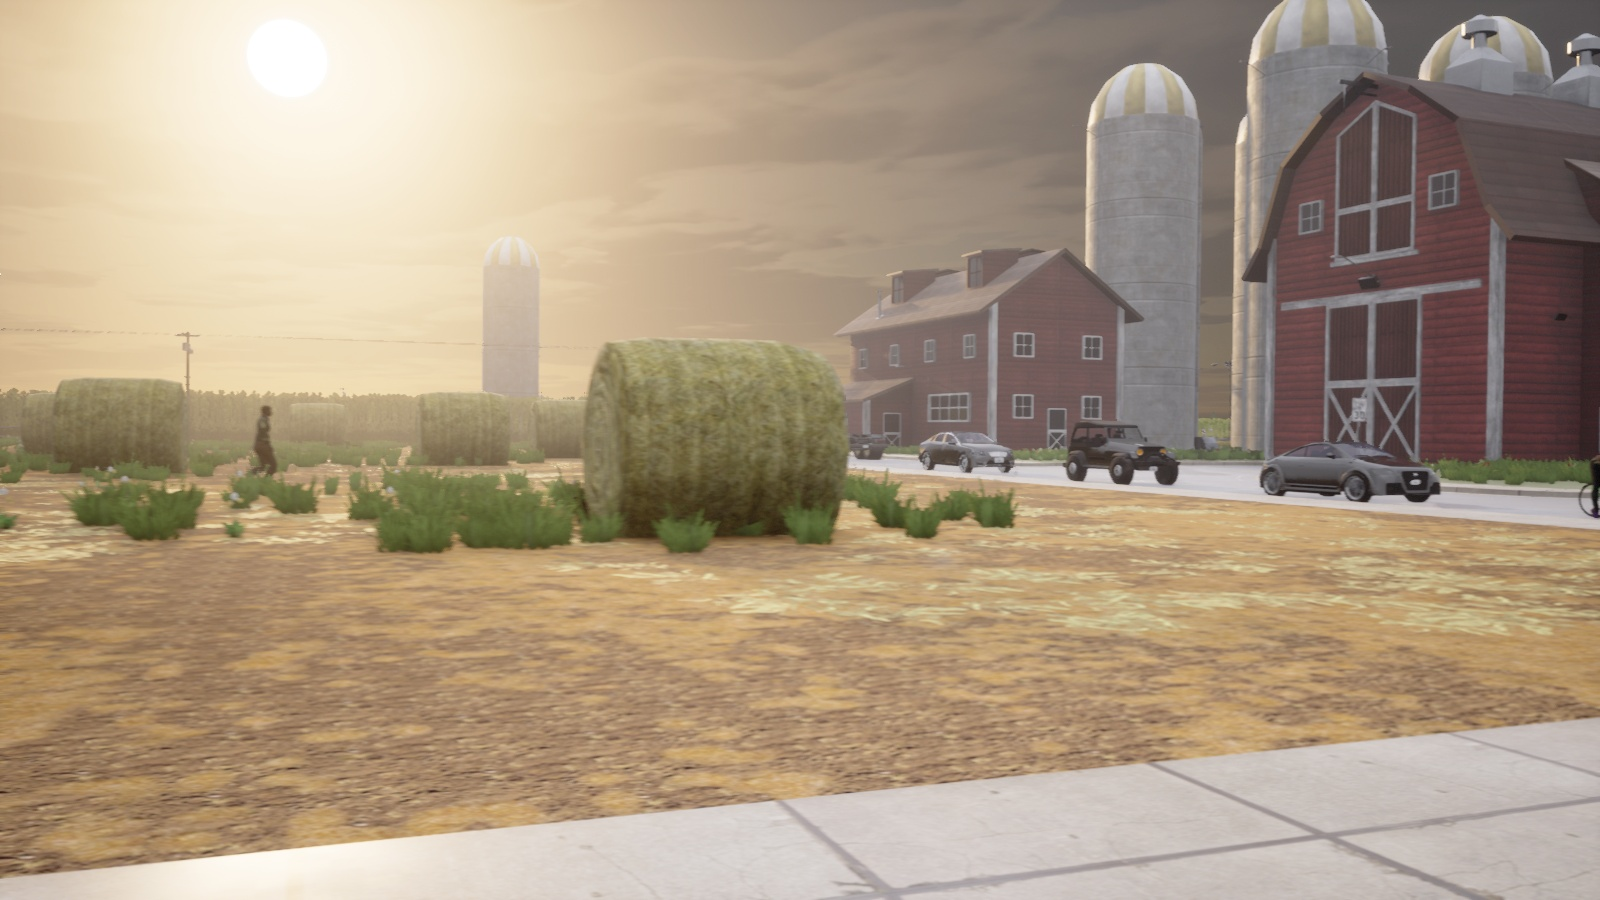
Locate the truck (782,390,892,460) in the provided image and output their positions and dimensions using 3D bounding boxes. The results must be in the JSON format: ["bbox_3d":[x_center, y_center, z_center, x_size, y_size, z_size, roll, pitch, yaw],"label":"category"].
[{"bbox_3d":[1.828,-1.315,66.682,2.891,3.462,7.936,-1,1,-22],"label":"truck"}]

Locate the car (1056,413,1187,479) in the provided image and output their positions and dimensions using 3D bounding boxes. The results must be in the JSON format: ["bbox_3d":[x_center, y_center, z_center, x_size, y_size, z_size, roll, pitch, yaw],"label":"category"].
[{"bbox_3d":[9.623,-0.153,37.857,1.905,1.878,3.866,-1,1,-21],"label":"car"}]

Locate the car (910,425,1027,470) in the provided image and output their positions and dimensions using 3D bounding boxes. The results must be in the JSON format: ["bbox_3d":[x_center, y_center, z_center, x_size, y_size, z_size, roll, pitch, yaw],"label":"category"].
[{"bbox_3d":[6.150,-0.113,46.518,2.128,1.511,4.902,-2,1,-22],"label":"car"}]

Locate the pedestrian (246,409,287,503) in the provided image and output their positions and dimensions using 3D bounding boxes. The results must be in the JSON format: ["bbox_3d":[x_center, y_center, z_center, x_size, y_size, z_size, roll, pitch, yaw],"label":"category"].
[{"bbox_3d":[-11.151,0.117,26.242,0.692,1.930,0.395,-1,1,-34],"label":"pedestrian"}]

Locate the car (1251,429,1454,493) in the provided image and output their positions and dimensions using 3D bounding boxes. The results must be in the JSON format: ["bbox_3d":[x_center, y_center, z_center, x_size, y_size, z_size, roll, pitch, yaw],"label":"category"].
[{"bbox_3d":[12.920,0.213,29.632,1.994,1.385,4.181,-1,1,-22],"label":"car"}]
